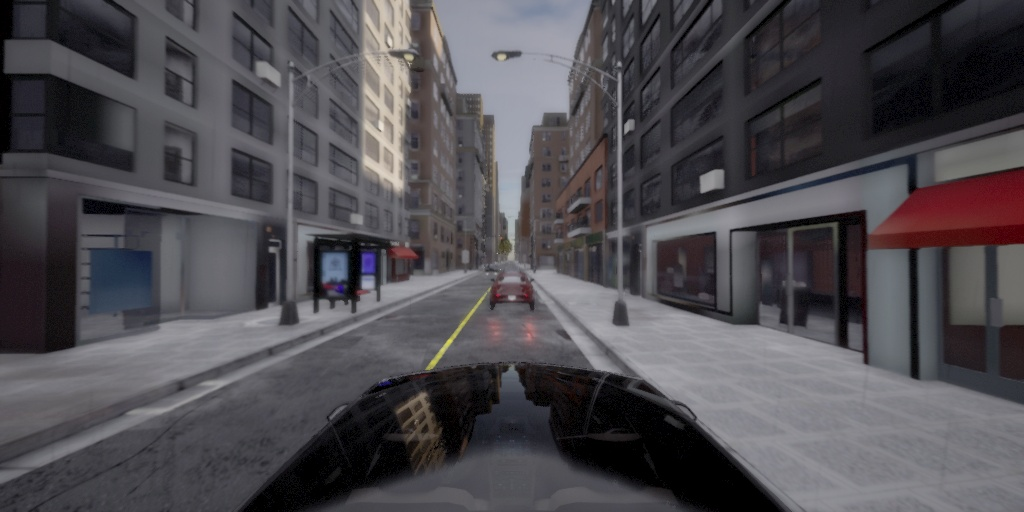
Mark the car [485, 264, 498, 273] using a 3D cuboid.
[{"bbox_3d":[-3.021,1.849,54.455,1.994,1.385,4.181,0,-1,0],"label":"car"}]

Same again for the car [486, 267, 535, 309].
[{"bbox_3d":[0.024,1.413,15.770,1.812,1.442,4.674,0,0,1],"label":"car"}]
